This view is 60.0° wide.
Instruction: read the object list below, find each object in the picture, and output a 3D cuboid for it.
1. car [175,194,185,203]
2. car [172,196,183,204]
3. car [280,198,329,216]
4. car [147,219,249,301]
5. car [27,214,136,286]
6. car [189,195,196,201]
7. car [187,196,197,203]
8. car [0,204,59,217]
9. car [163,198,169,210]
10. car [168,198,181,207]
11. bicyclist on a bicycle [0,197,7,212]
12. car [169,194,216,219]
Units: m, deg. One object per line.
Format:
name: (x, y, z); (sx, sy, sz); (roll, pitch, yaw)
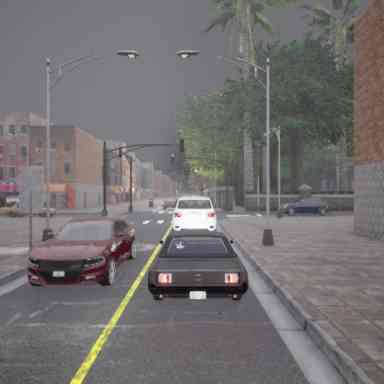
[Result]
car: (-2.658, 1.403, 73.947); (2.097, 1.767, 4.553); (0, 0, 0)
car: (-2.726, 1.537, 63.812); (1.882, 1.535, 5.008); (0, 0, 1)
car: (10.766, 1.341, 32.361); (4.553, 1.767, 2.097); (0, 0, -1)
car: (0.111, 1.603, 8.307); (1.895, 1.301, 4.718); (0, 0, 0)
car: (-2.854, 1.480, 9.613); (1.882, 1.535, 5.008); (0, 0, 0)
car: (0.105, 1.605, 84.551); (1.837, 1.490, 4.892); (0, 0, 0)
car: (0.093, 1.600, 74.388); (2.128, 1.511, 4.902); (0, 0, 0)
car: (-14.403, 1.571, 29.641); (4.829, 1.417, 1.752); (0, 0, 0)
car: (-2.791, 1.563, 44.523); (1.812, 1.442, 4.674); (0, 0, 0)
car: (-2.774, 1.648, 53.699); (1.895, 1.301, 4.718); (0, 0, 0)
bicyclist on a bicycle: (-20.099, 1.372, 35.288); (0.582, 1.620, 1.656); (0, 0, 0)
car: (0.128, 1.229, 18.072); (2.150, 2.045, 5.566); (0, 0, 0)
